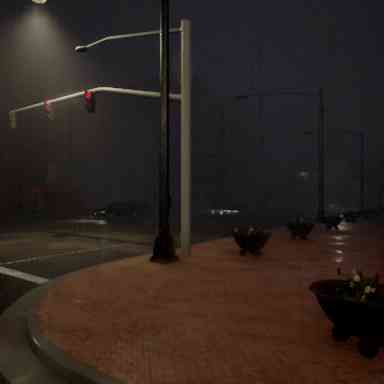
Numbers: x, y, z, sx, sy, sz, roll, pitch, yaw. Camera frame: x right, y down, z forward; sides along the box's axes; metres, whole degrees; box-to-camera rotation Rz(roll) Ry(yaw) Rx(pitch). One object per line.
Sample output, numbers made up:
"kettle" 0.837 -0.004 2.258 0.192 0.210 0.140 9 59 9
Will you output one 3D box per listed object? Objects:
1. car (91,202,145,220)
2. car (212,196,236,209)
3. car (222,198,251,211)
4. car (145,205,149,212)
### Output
"car" -6.911 1.664 30.517 1.837 1.490 4.892 0 -1 35
"car" 5.401 1.743 53.983 2.150 2.045 5.566 0 -1 35
"car" 6.847 2.071 49.998 1.994 1.385 4.181 0 -1 35
"car" -7.019 1.769 36.455 2.033 1.411 5.357 0 -1 35
